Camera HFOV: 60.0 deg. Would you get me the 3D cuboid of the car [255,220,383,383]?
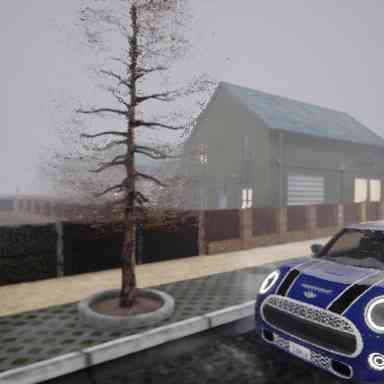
[{"bbox_3d":[3.116,1.286,5.291,4.553,1.767,2.097,-1,0,-35],"label":"car"}]
